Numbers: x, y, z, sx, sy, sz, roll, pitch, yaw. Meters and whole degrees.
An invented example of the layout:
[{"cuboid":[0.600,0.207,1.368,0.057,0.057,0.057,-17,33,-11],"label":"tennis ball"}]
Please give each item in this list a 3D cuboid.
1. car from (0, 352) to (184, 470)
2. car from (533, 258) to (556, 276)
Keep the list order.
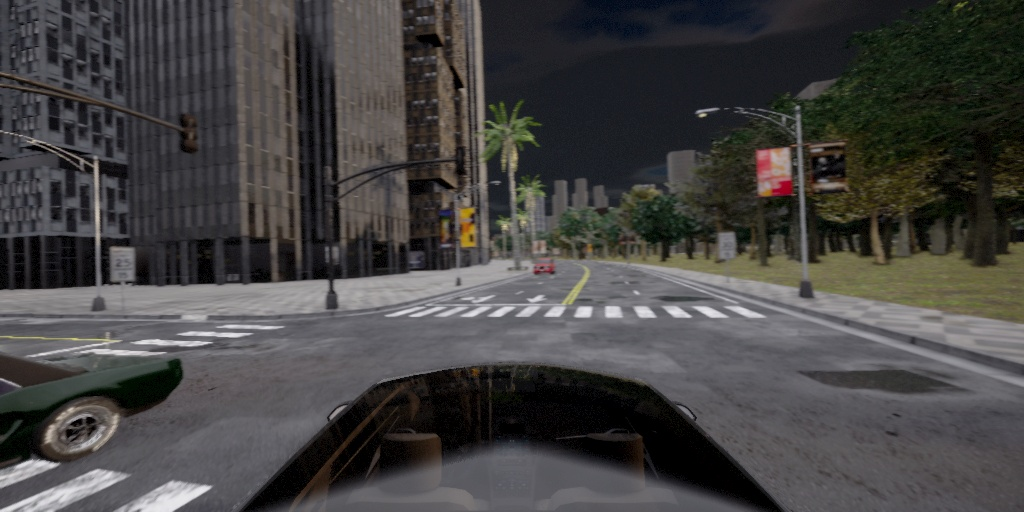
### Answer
[{"cuboid":[-5.833,1.575,2.771,1.895,1.301,4.718,-2,-1,14],"label":"car"},{"cuboid":[3.920,1.257,42.592,2.150,2.045,5.566,-2,0,13],"label":"car"}]
